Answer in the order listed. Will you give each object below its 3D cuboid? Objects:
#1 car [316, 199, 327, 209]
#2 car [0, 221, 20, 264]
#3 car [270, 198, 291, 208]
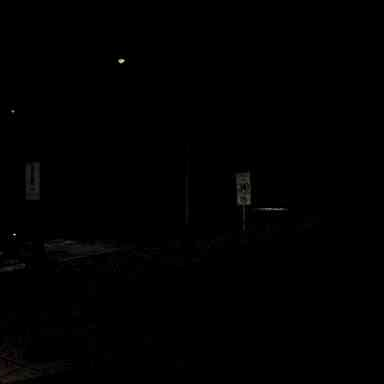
[{"bbox_3d":[18.250,1.584,45.141,1.994,1.385,4.181,-1,-1,35],"label":"car"},{"bbox_3d":[-7.596,1.239,8.698,2.150,2.045,5.566,-1,0,35],"label":"car"},{"bbox_3d":[13.084,1.611,49.095,1.812,1.442,4.674,-1,-1,35],"label":"car"}]
